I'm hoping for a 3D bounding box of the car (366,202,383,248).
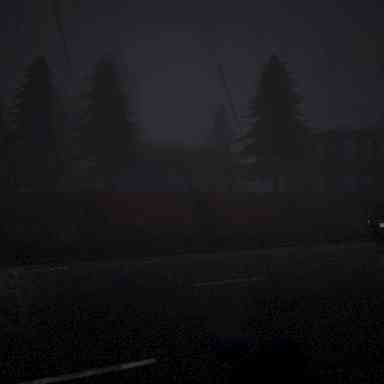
[{"bbox_3d":[10.167,1.424,14.369,5.566,2.045,2.150,0,-1,-21],"label":"car"}]
